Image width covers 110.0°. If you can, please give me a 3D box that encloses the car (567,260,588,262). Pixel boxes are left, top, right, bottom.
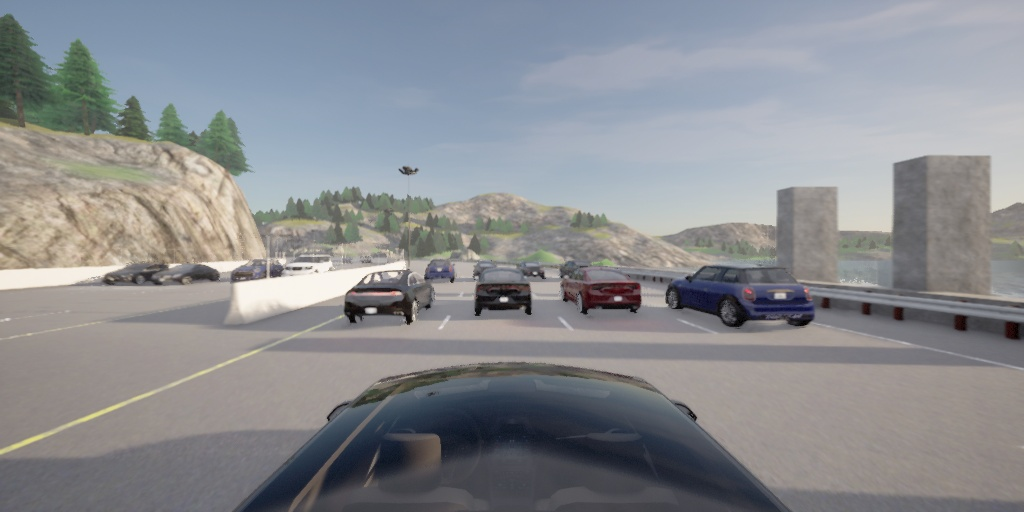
[{"bbox_3d":[5.055,1.083,28.416,1.837,1.490,4.892,0,0,-8],"label":"car"}]

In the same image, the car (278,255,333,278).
[{"bbox_3d":[-16.509,0.901,29.458,2.150,2.045,5.566,0,0,-10],"label":"car"}]

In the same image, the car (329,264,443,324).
[{"bbox_3d":[-3.804,1.205,11.795,2.128,1.511,4.902,0,0,-3],"label":"car"}]

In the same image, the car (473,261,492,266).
[{"bbox_3d":[-2.113,1.136,28.979,1.812,1.442,4.674,0,0,-9],"label":"car"}]

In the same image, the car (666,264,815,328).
[{"bbox_3d":[6.729,1.016,11.246,2.097,1.767,4.553,0,0,-3],"label":"car"}]

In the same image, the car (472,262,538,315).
[{"bbox_3d":[-0.395,1.165,13.402,1.882,1.535,5.008,0,0,-4],"label":"car"}]

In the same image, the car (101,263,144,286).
[{"bbox_3d":[-26.588,1.255,25.896,1.837,1.490,4.892,0,0,-9],"label":"car"}]

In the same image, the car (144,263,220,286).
[{"bbox_3d":[-22.994,1.260,25.514,1.812,1.442,4.674,0,0,-9],"label":"car"}]

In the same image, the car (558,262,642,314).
[{"bbox_3d":[3.108,1.147,13.464,1.882,1.535,5.008,0,0,-3],"label":"car"}]

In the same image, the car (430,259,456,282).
[{"bbox_3d":[-5.418,0.987,27.501,2.097,1.767,4.553,0,0,-8],"label":"car"}]

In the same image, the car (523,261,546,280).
[{"bbox_3d":[1.401,1.117,29.180,1.812,1.442,4.674,0,0,-9],"label":"car"}]

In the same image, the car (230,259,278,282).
[{"bbox_3d":[-19.884,1.055,28.230,2.097,1.767,4.553,0,0,-9],"label":"car"}]
